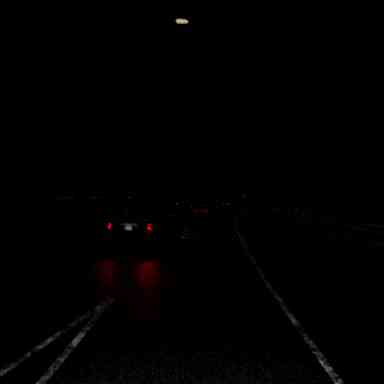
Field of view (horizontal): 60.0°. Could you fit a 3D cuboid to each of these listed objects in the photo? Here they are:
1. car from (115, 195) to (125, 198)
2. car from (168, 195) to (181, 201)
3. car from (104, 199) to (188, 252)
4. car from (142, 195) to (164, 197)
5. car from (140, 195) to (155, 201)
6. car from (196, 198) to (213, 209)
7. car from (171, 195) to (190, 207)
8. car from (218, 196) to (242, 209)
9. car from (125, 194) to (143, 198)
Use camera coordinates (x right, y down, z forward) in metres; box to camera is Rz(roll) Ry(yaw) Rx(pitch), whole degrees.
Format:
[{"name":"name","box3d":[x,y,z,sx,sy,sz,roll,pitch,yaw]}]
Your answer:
[{"name":"car","box3d":[-14.688,1.362,68.435,1.812,1.442,4.674,1,0,13]},{"name":"car","box3d":[-4.342,1.446,82.445,1.837,1.490,4.892,1,0,13]},{"name":"car","box3d":[-1.849,1.330,14.146,2.097,1.767,4.553,1,0,13]},{"name":"car","box3d":[-7.834,1.506,67.012,1.895,1.301,4.718,1,0,13]},{"name":"car","box3d":[-11.195,1.413,83.878,2.033,1.411,5.357,1,0,13]},{"name":"car","box3d":[1.800,1.540,46.145,1.812,1.442,4.674,1,0,13]},{"name":"car","box3d":[-1.610,1.542,46.936,1.994,1.385,4.181,1,0,13]},{"name":"car","box3d":[5.214,1.598,45.374,2.033,1.411,5.357,1,0,13]},{"name":"car","box3d":[-11.276,1.229,67.647,2.097,1.767,4.553,1,0,13]}]
